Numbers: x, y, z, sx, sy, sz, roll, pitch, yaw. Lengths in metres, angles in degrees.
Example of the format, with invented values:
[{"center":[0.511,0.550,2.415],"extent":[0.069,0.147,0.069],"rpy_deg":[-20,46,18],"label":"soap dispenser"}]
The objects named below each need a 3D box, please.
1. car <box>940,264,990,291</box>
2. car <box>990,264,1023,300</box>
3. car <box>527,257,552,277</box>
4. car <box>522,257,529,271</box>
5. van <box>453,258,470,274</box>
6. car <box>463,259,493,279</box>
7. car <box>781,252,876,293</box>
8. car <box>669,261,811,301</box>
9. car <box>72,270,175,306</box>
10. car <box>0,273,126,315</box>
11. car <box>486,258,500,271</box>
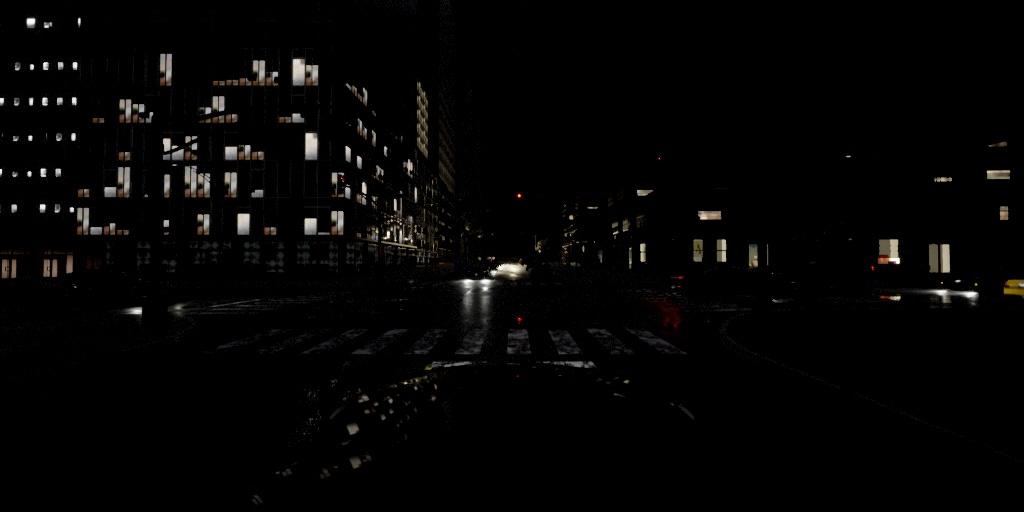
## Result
[{"center":[25.023,1.094,18.487],"extent":[4.181,1.385,1.994],"rpy_deg":[-1,-1,1],"label":"car"},{"center":[20.717,0.994,12.746],"extent":[4.829,1.417,1.751],"rpy_deg":[0,0,1],"label":"car"},{"center":[2.774,1.194,34.995],"extent":[1.967,1.591,4.097],"rpy_deg":[0,0,0],"label":"car"},{"center":[2.802,1.070,46.343],"extent":[2.192,1.841,5.009],"rpy_deg":[0,0,0],"label":"car"},{"center":[-5.593,1.096,40.652],"extent":[1.690,1.789,3.998],"rpy_deg":[0,0,0],"label":"van"},{"center":[-3.011,1.280,32.363],"extent":[1.812,1.442,4.674],"rpy_deg":[0,0,0],"label":"car"},{"center":[15.505,0.842,18.643],"extent":[5.566,2.045,2.150],"rpy_deg":[-1,-1,-1],"label":"car"},{"center":[9.509,1.123,15.632],"extent":[4.902,1.511,2.128],"rpy_deg":[-1,-1,5],"label":"car"},{"center":[-17.858,1.359,15.819],"extent":[5.008,1.535,1.882],"rpy_deg":[-1,-1,1],"label":"car"},{"center":[-17.391,1.413,13.206],"extent":[4.207,1.307,1.802],"rpy_deg":[0,0,1],"label":"car"},{"center":[-2.981,1.320,48.399],"extent":[1.994,1.385,4.181],"rpy_deg":[0,0,0],"label":"car"}]
